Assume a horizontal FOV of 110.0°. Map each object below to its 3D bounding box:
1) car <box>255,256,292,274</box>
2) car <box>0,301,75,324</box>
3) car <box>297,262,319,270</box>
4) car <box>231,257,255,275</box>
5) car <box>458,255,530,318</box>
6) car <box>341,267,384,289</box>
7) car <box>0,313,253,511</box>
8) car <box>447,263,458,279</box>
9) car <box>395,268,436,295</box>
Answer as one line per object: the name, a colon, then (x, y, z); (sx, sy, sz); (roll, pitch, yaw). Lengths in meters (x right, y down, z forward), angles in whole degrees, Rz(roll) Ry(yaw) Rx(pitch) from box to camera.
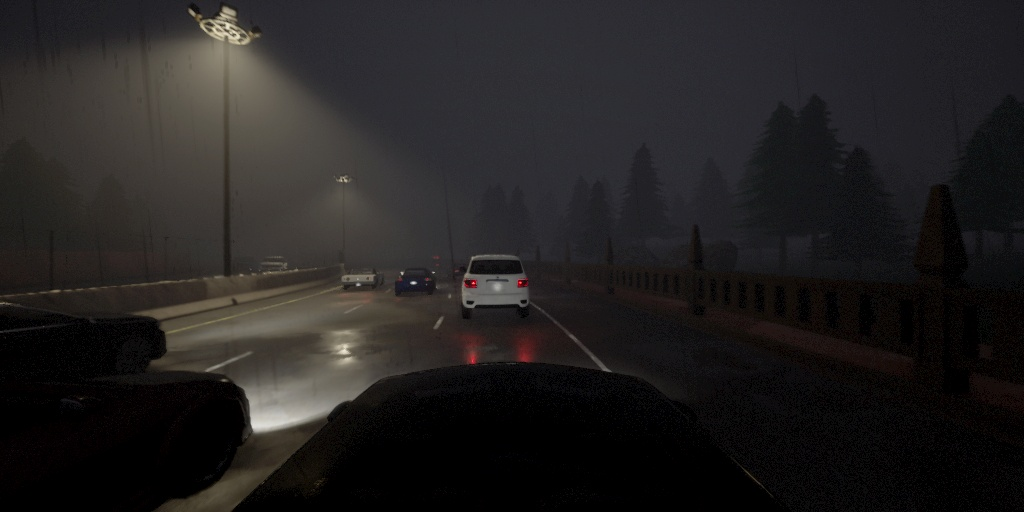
car: (-26.301, 1.066, 39.725); (2.150, 2.045, 5.566); (0, 0, -25)
car: (-7.095, 1.268, 4.417); (2.128, 1.511, 4.902); (0, 0, -1)
car: (-22.505, 1.378, 39.815); (2.033, 1.411, 5.357); (0, 0, -24)
car: (-31.500, 1.085, 42.332); (2.150, 2.045, 5.566); (0, 0, -28)
car: (-0.730, 0.972, 13.249); (2.150, 2.045, 5.566); (0, 0, -6)
car: (-9.492, 1.384, 23.214); (1.895, 1.301, 4.718); (0, 0, -12)
car: (-3.571, 1.328, 1.844); (1.994, 1.385, 4.181); (0, 0, 0)
car: (-4.784, 1.311, 32.843); (2.033, 1.411, 5.357); (0, 0, -17)
car: (-5.326, 1.331, 20.121); (1.994, 1.385, 4.181); (0, 0, -10)
